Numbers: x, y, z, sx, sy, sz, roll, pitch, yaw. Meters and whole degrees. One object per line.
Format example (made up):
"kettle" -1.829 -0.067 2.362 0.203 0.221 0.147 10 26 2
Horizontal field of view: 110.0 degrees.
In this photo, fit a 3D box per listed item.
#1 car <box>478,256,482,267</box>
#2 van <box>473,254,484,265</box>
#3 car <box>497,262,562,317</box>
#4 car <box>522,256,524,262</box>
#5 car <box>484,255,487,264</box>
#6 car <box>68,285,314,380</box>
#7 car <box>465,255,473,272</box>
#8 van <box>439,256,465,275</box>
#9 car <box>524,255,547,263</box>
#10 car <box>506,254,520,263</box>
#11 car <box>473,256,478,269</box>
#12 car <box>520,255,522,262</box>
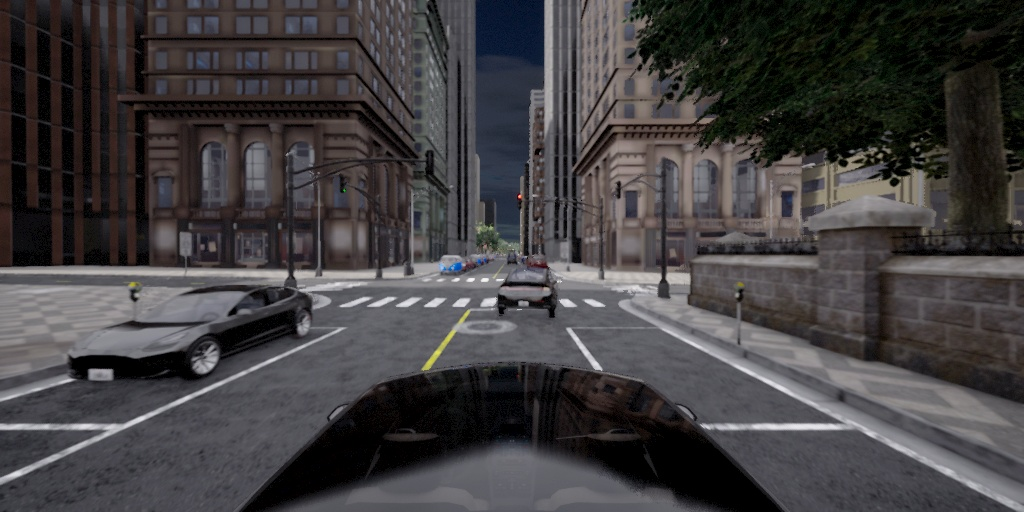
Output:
"car" -5.752 0.963 50.184 1.948 1.339 4.313 0 0 0
"van" -5.751 0.703 55.625 1.690 1.789 3.998 0 0 0
"car" 0.702 1.158 12.765 2.128 1.511 4.902 0 0 9
"car" 2.772 0.748 44.749 2.192 1.841 5.009 0 0 0
"car" -5.749 0.872 61.066 1.888 1.381 4.507 0 0 0
"car" -5.762 1.272 7.205 1.948 1.339 4.313 0 0 0
"car" -5.754 0.910 39.302 1.967 1.591 4.097 0 0 0
"van" -5.756 0.848 33.862 1.690 1.789 3.998 0 0 0
"car" 2.771 0.784 39.309 2.192 1.841 5.009 0 0 0
"car" 0.056 0.818 63.293 1.837 1.490 4.892 0 1 1
"car" -5.753 0.978 44.743 1.888 1.381 4.507 0 0 0
"car" 2.776 0.877 61.071 2.007 1.370 4.403 0 0 0
